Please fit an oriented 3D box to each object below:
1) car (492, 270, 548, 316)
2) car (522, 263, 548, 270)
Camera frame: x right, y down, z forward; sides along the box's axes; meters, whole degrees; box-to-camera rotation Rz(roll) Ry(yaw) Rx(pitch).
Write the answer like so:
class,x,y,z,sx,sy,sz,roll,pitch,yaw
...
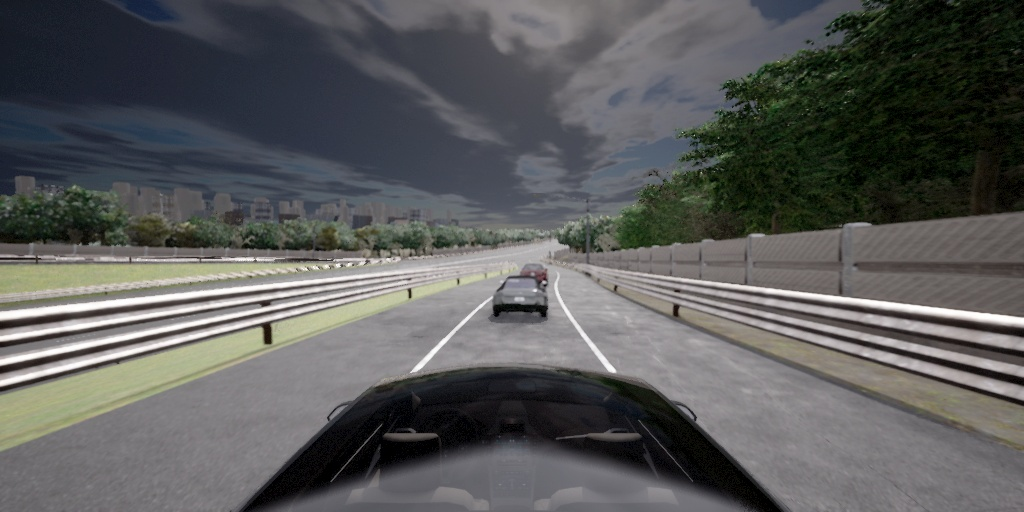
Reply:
class,x,y,z,sx,sy,sz,roll,pitch,yaw
car,0.405,1.438,14.048,1.994,1.385,4.181,0,0,4
car,1.807,1.376,28.825,2.097,1.767,4.553,0,-1,8
